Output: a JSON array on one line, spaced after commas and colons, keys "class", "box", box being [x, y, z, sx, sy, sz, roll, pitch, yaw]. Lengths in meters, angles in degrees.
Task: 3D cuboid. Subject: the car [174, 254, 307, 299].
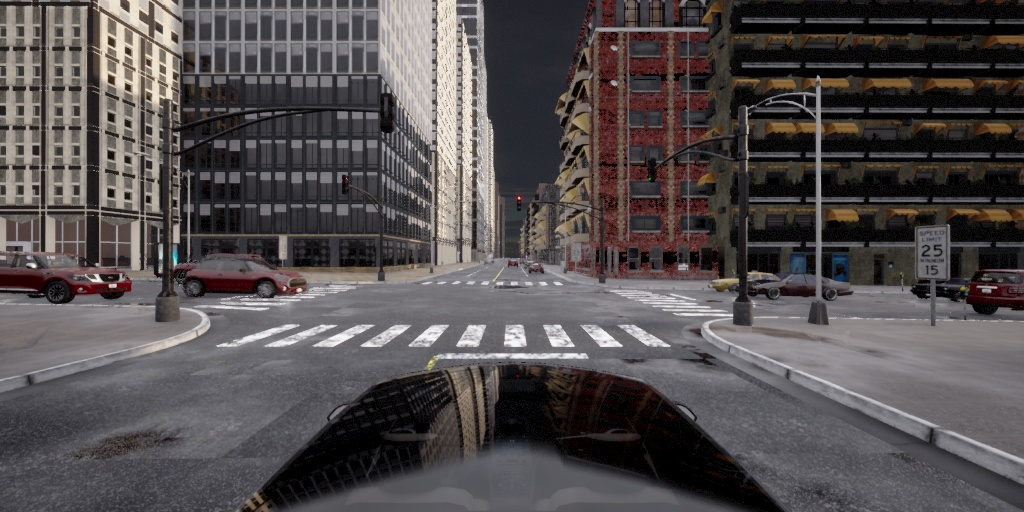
[{"class": "car", "box": [-11.795, 0.908, 16.102, 4.553, 1.767, 2.097, 1, 0, 0]}]

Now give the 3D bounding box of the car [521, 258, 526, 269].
[{"class": "car", "box": [2.767, 1.317, 54.715, 2.007, 1.370, 4.403, 0, 0, 0]}]

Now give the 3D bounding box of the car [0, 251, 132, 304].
[{"class": "car", "box": [-17.558, 0.757, 13.469, 5.009, 1.841, 2.192, 0, 0, 0]}]

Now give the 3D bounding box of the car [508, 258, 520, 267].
[{"class": "car", "box": [0.191, 1.252, 65.093, 1.882, 1.535, 5.008, 0, 0, 0]}]

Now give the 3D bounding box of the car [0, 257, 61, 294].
[{"class": "car", "box": [-23.887, 0.808, 16.017, 5.008, 1.535, 1.882, 1, 0, 0]}]

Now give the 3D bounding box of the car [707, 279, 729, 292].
[{"class": "car", "box": [14.660, 1.587, 22.083, 4.829, 1.417, 1.751, 0, 0, 0]}]

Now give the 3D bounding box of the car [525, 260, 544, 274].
[{"class": "car", "box": [2.799, 1.341, 41.798, 1.802, 1.307, 4.207, 0, 0, 0]}]

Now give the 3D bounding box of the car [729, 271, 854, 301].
[{"class": "car", "box": [15.259, 1.610, 19.496, 5.357, 1.411, 2.033, 1, 0, 0]}]

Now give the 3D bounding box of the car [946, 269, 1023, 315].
[{"class": "car", "box": [20.616, 1.461, 13.778, 5.009, 1.841, 2.192, 0, 0, 0]}]

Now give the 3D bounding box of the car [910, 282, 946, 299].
[{"class": "car", "box": [24.889, 1.839, 19.567, 4.718, 1.301, 1.895, 1, 0, -1]}]
